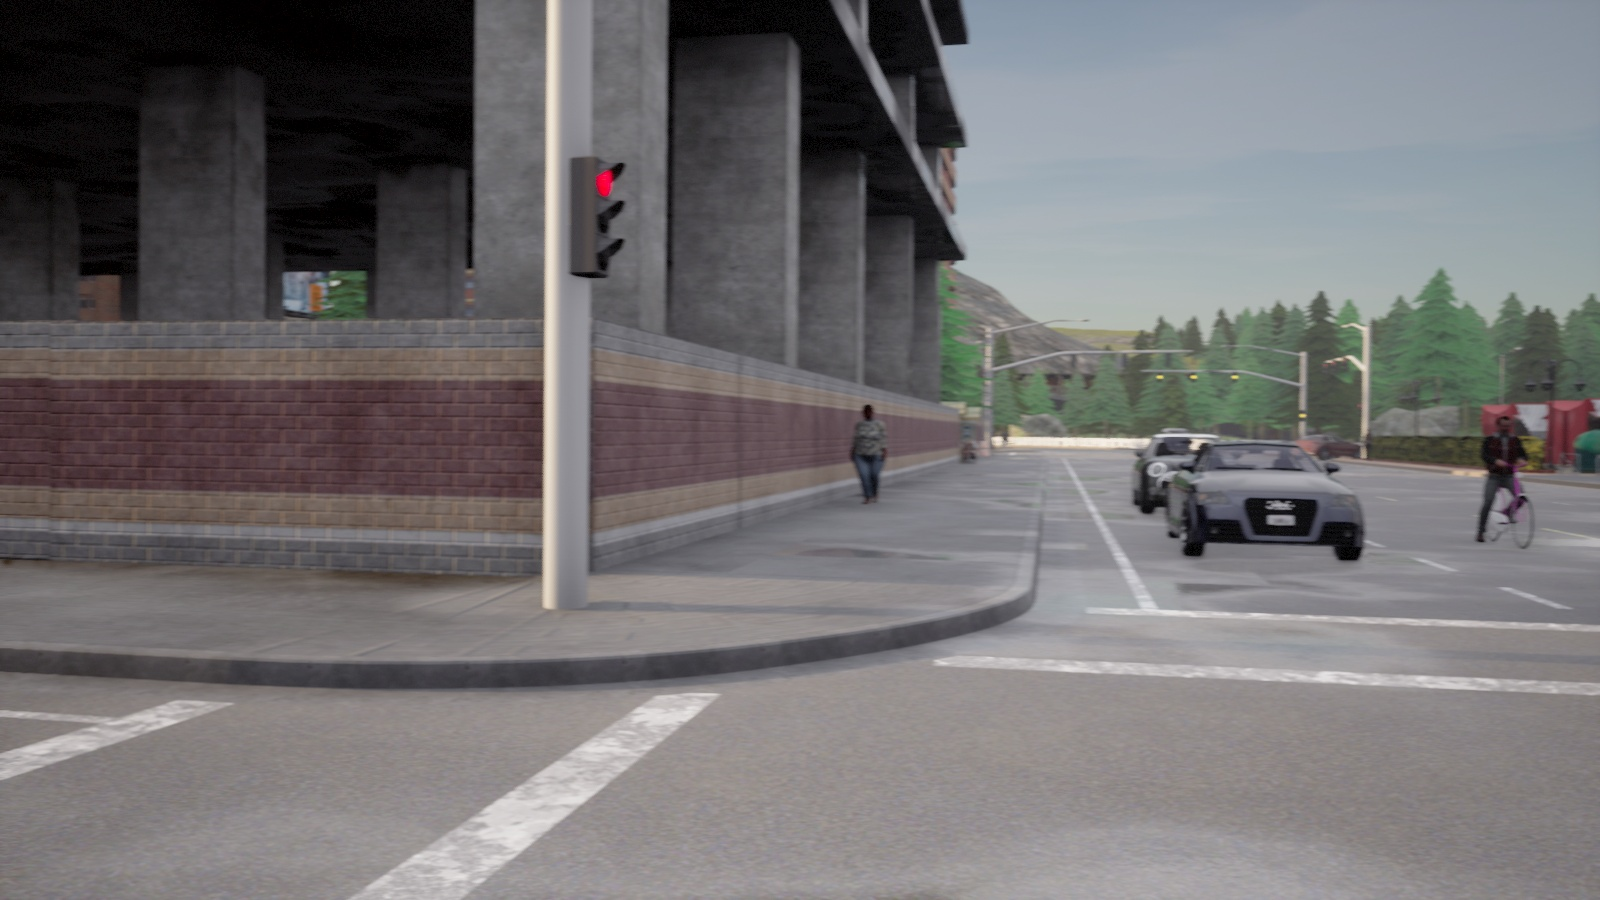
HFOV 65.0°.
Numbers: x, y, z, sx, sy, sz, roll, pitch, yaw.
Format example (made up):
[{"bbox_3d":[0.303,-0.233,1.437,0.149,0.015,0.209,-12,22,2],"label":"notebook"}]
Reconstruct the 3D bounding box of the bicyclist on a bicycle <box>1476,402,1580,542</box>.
[{"bbox_3d":[9.742,0.265,16.869,0.659,1.776,1.843,0,1,12],"label":"bicyclist on a bicycle"}]

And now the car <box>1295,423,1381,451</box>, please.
[{"bbox_3d":[33.343,-0.811,77.820,5.027,1.651,2.152,0,0,-27],"label":"car"}]

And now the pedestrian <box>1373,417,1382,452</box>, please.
[{"bbox_3d":[30.553,-0.798,66.437,0.331,1.846,0.634,0,1,14],"label":"pedestrian"}]

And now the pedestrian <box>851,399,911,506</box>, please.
[{"bbox_3d":[1.442,0.042,22.287,0.874,1.855,0.900,0,1,17],"label":"pedestrian"}]

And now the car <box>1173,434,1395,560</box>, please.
[{"bbox_3d":[6.011,0.497,16.101,1.994,1.385,4.181,0,1,12],"label":"car"}]

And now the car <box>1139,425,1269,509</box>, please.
[{"bbox_3d":[7.642,0.274,24.079,1.970,1.475,3.806,0,1,12],"label":"car"}]
